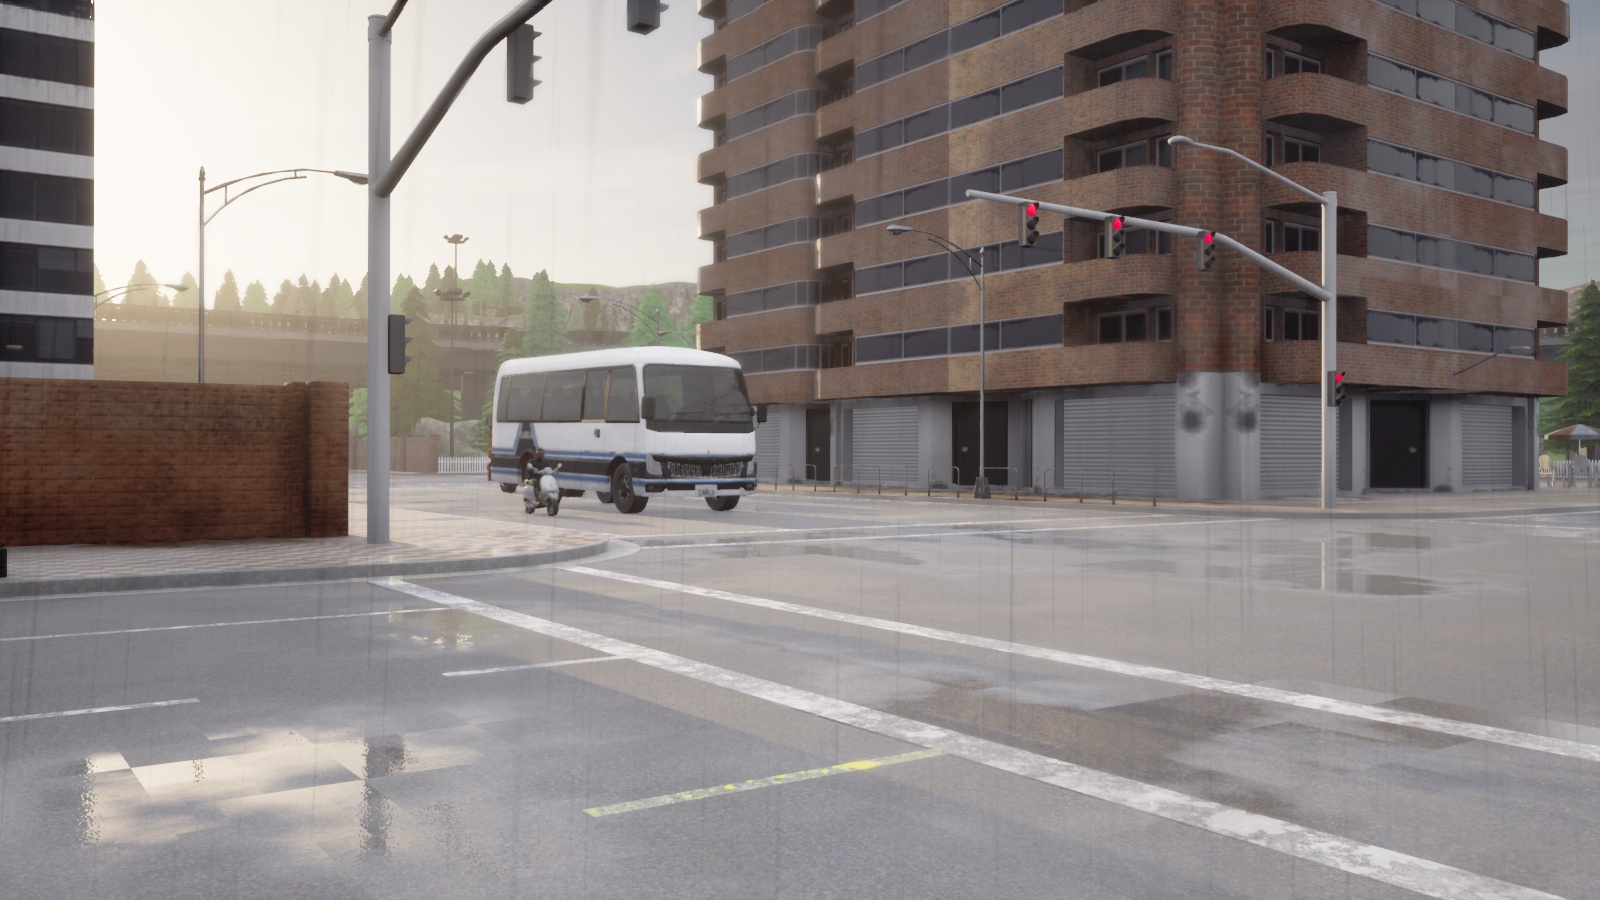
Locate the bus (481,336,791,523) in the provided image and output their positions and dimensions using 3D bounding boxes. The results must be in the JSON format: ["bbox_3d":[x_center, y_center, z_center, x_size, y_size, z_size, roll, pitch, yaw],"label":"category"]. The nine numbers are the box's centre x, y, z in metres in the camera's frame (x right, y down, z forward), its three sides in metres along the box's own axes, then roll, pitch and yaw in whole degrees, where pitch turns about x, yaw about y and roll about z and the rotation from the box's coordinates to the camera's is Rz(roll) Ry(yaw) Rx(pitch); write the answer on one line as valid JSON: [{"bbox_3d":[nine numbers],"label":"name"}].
[{"bbox_3d":[-4.809,-0.540,33.901,3.944,4.253,10.273,0,1,-35],"label":"bus"}]

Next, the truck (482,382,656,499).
[{"bbox_3d":[-8.508,-0.292,45.234,2.891,3.827,8.468,0,0,-35],"label":"truck"}]

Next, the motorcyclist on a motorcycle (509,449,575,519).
[{"bbox_3d":[-6.106,0.783,29.665,0.866,1.590,1.817,0,0,-35],"label":"motorcyclist on a motorcycle"}]
